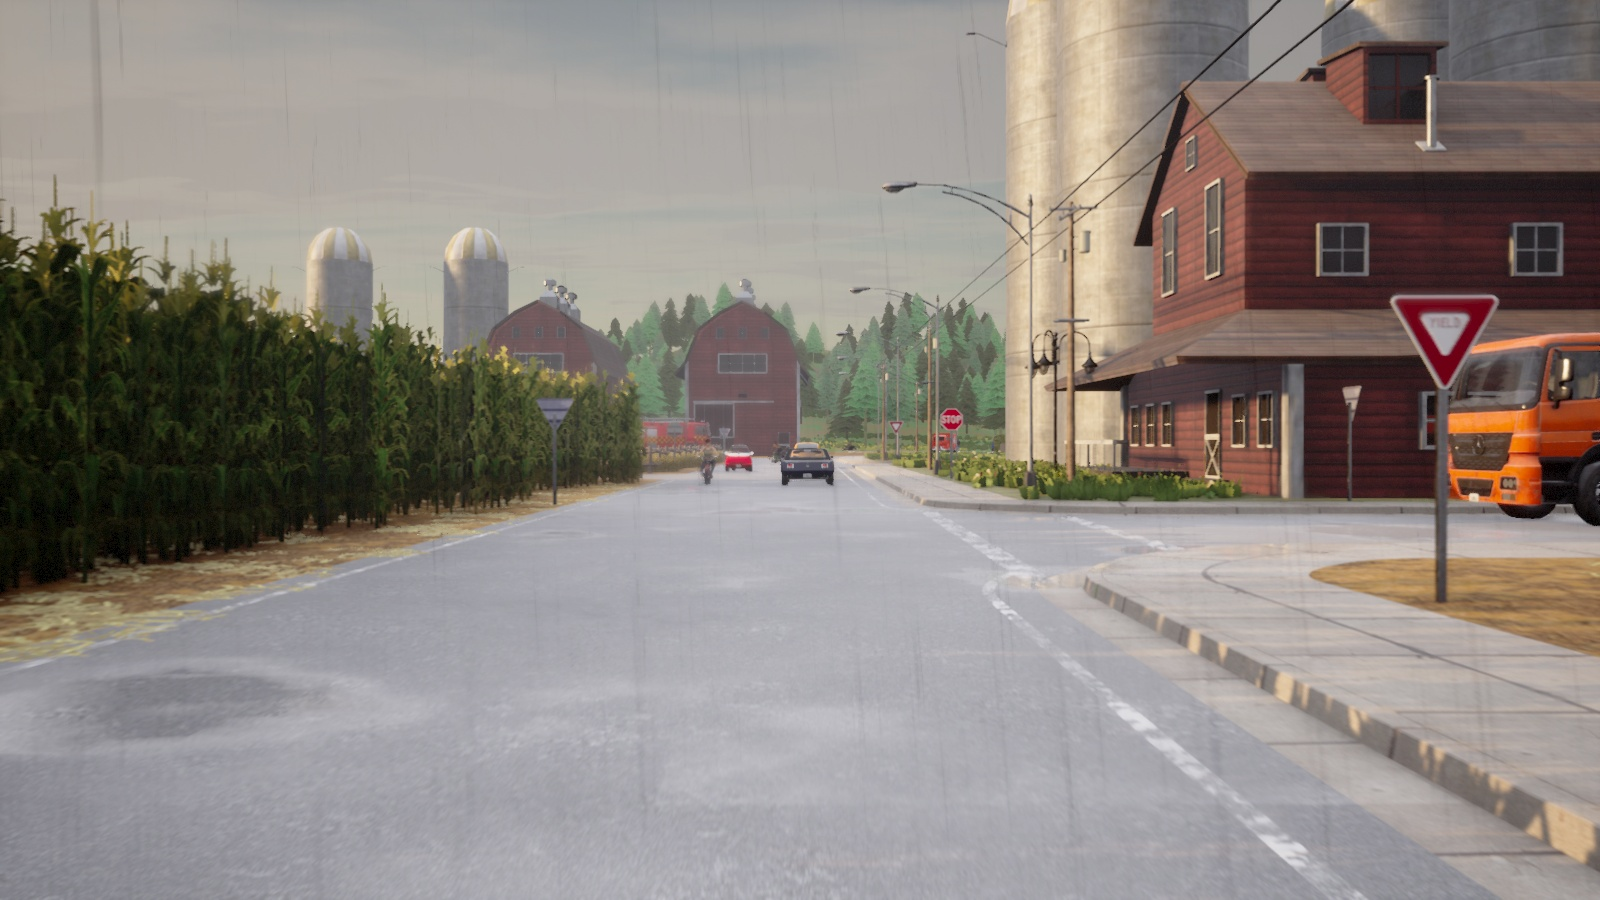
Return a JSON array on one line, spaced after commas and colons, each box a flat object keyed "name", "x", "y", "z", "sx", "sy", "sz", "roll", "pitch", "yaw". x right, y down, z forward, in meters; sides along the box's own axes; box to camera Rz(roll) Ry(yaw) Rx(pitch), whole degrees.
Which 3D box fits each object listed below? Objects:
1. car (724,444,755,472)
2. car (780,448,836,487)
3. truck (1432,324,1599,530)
[{"name": "car", "x": -3.117, "y": 0.407, "z": 64.580, "sx": 1.481, "sy": 1.376, "sz": 2.207, "roll": 0, "pitch": 0, "yaw": 0}, {"name": "car", "x": 0.271, "y": 0.575, "z": 44.936, "sx": 1.895, "sy": 1.301, "sz": 4.718, "roll": 0, "pitch": 0, "yaw": 0}, {"name": "truck", "x": 16.071, "y": -0.386, "z": 22.608, "sx": 7.936, "sy": 3.462, "sz": 2.891, "roll": 0, "pitch": 0, "yaw": -1}]
